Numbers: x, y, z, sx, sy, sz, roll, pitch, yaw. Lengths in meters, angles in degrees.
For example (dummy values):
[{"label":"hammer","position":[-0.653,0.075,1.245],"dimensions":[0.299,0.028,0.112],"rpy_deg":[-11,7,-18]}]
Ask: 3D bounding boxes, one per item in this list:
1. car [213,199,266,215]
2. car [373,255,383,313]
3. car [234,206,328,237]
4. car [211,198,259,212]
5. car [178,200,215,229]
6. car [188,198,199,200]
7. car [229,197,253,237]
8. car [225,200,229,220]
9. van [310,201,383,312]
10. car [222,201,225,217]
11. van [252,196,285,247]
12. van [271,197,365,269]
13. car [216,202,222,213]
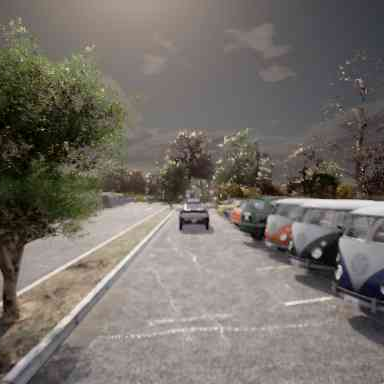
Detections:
[{"label":"car","position":[4.871,1.471,34.349],"dimensions":[4.892,1.521,2.231],"rpy_deg":[1,0,-20]},{"label":"car","position":[4.658,1.479,3.270],"dimensions":[5.366,1.575,1.946],"rpy_deg":[1,0,-20]},{"label":"car","position":[4.847,1.518,18.217],"dimensions":[4.674,1.452,2.002],"rpy_deg":[1,0,-20]},{"label":"car","position":[4.890,1.469,37.743],"dimensions":[4.892,1.521,2.231],"rpy_deg":[1,0,-20]},{"label":"car","position":[0.121,1.480,21.577],"dimensions":[2.128,1.511,4.902],"rpy_deg":[0,0,0]},{"label":"car","position":[0.158,1.484,38.891],"dimensions":[1.837,1.490,4.892],"rpy_deg":[0,0,0]},{"label":"car","position":[4.871,1.228,15.254],"dimensions":[5.566,2.045,2.435],"rpy_deg":[1,0,-20]},{"label":"car","position":[4.819,1.350,21.189],"dimensions":[4.553,1.767,2.185],"rpy_deg":[1,0,-20]},{"label":"van","position":[4.730,1.256,6.268],"dimensions":[4.442,1.987,1.878],"rpy_deg":[1,0,-20]},{"label":"car","position":[4.886,1.350,24.180],"dimensions":[4.553,1.767,2.185],"rpy_deg":[1,0,-20]},{"label":"van","position":[4.732,1.253,12.224],"dimensions":[4.442,1.987,1.878],"rpy_deg":[1,0,-20]},{"label":"van","position":[4.731,1.254,9.247],"dimensions":[4.442,1.987,1.878],"rpy_deg":[1,0,-20]},{"label":"car","position":[4.836,1.502,27.549],"dimensions":[4.792,1.488,2.163],"rpy_deg":[1,0,-20]}]
